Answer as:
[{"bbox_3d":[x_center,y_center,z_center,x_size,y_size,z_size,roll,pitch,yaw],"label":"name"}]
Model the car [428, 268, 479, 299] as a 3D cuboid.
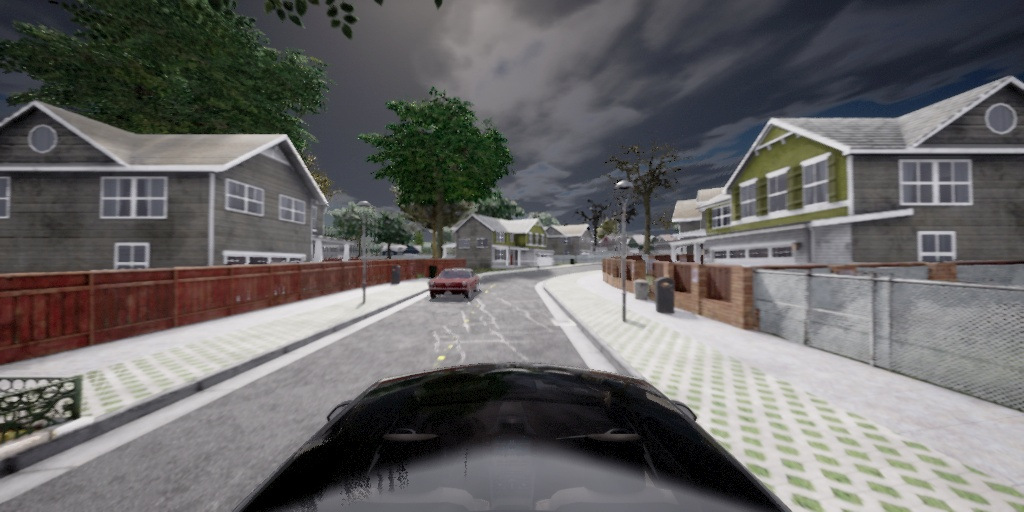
[{"bbox_3d":[-2.792,1.305,17.952,1.895,1.301,4.718,0,0,1],"label":"car"}]
